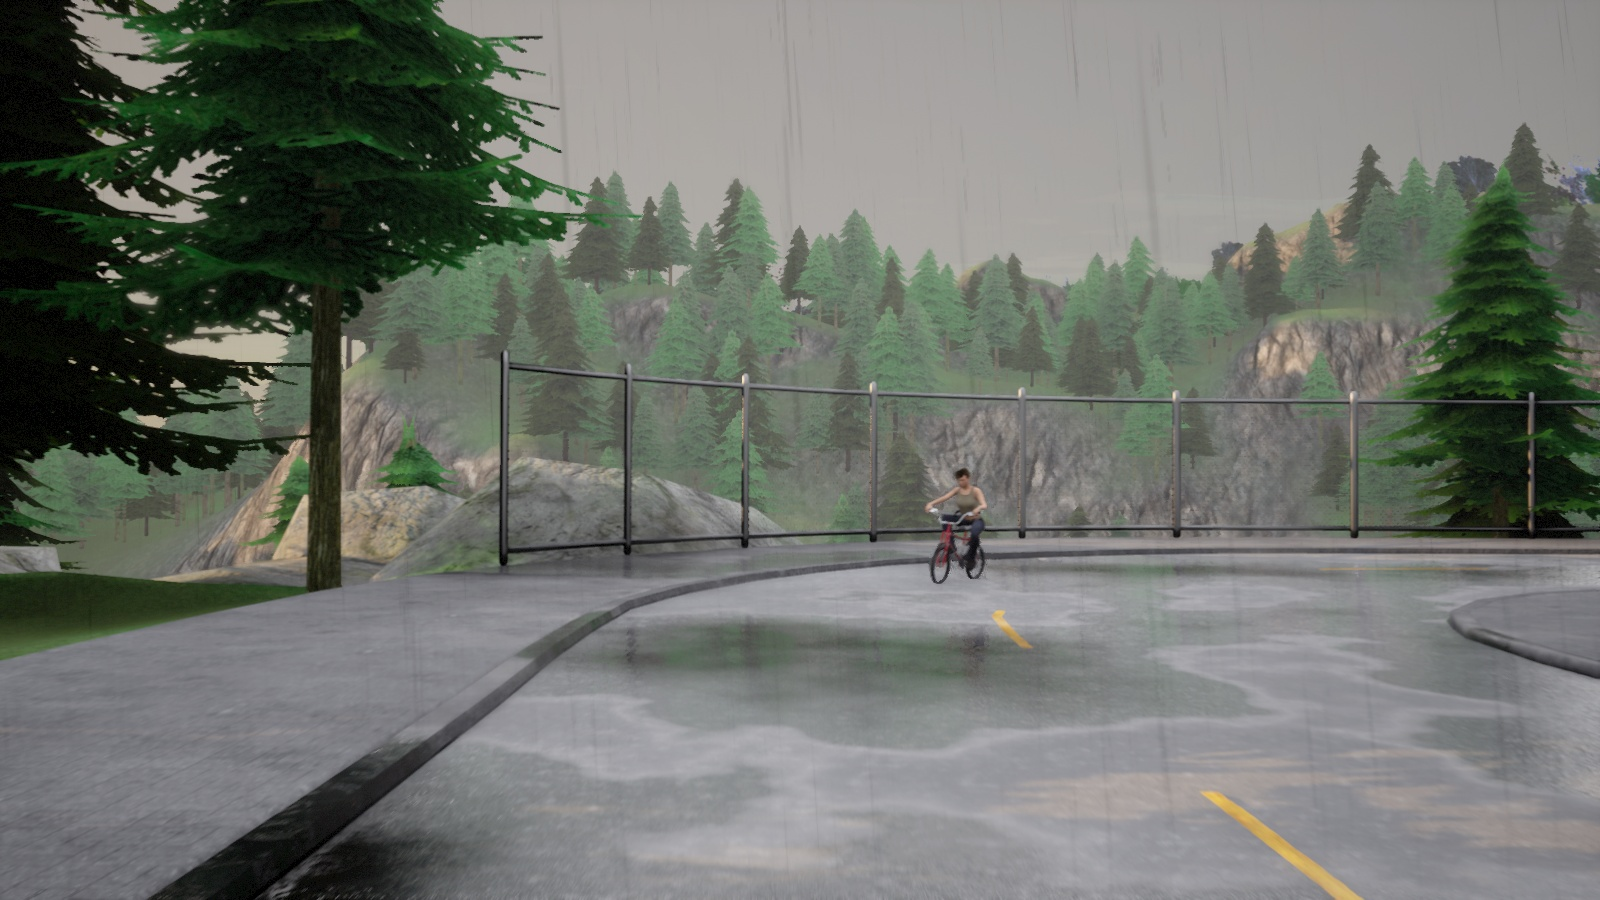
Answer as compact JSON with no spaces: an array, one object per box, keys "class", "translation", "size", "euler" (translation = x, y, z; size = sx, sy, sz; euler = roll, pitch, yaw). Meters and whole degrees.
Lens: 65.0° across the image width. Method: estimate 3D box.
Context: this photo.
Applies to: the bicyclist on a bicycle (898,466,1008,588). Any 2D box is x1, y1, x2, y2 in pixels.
[{"class":"bicyclist on a bicycle","translation":[2.181,1.041,17.725],"size":[0.866,1.612,1.509],"euler":[2,0,37]}]
